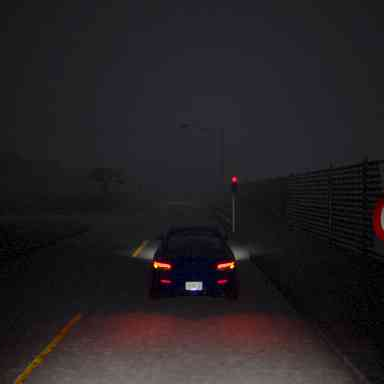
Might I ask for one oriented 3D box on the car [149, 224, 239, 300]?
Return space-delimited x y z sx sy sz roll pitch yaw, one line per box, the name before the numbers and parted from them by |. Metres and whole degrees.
car | 0.055 1.526 8.290 1.812 1.442 4.674 0 0 1
